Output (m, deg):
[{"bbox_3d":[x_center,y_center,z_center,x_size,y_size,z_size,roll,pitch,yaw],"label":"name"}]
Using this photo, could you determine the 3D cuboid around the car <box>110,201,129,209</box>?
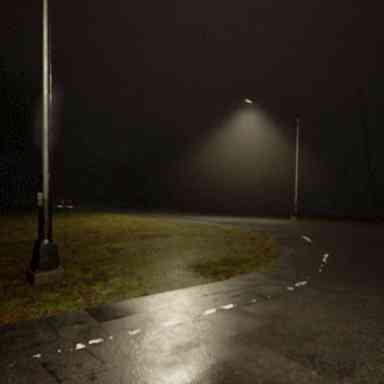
[{"bbox_3d":[-12.416,2.174,56.826,1.994,1.385,4.181,4,-3,-35],"label":"car"}]

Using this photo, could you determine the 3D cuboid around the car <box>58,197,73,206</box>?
[{"bbox_3d":[-23.502,1.733,61.641,2.097,1.767,4.553,4,-3,-29],"label":"car"}]
